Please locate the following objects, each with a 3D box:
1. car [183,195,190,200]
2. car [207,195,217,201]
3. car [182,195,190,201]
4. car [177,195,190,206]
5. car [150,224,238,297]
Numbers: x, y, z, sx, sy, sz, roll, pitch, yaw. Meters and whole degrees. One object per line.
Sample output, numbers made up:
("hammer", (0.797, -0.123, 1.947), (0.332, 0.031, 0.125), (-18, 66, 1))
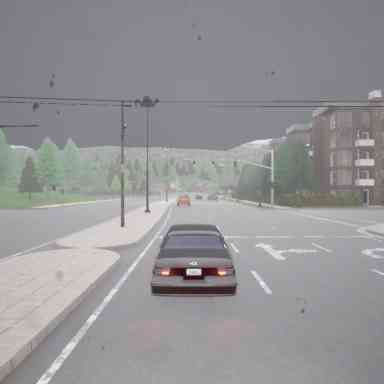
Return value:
("car", (-1.546, 1.571, 95.643), (1.895, 1.301, 4.718), (0, 0, 0))
("car", (5.478, 1.539, 85.374), (2.033, 1.411, 5.357), (0, 0, 0))
("car", (-1.522, 1.523, 85.328), (1.812, 1.442, 4.674), (0, 0, 0))
("car", (-1.358, 1.352, 54.503), (2.097, 1.767, 4.553), (0, 0, -1))
("car", (0.042, 1.547, 8.758), (2.033, 1.411, 5.357), (0, 0, 0))
